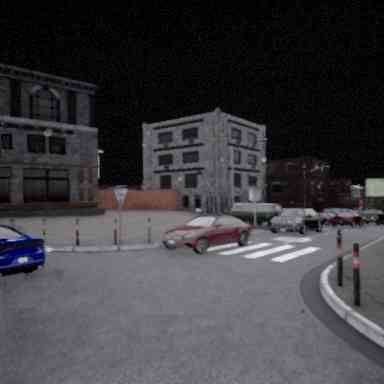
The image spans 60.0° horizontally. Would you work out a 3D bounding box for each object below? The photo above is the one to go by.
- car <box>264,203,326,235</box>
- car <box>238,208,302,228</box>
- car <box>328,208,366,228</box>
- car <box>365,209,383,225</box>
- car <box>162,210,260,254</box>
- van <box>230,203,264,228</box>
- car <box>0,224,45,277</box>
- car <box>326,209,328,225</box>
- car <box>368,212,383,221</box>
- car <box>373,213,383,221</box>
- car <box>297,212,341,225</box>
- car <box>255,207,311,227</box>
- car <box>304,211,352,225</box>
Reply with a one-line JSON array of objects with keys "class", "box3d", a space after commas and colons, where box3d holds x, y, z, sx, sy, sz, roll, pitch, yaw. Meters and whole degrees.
[{"class": "car", "box3d": [6.811, 1.780, 21.702, 2.097, 1.767, 4.553, -1, -3, 38]}, {"class": "car", "box3d": [6.783, 2.263, 29.166, 5.008, 1.535, 2.097, -1, -4, 38]}, {"class": "car", "box3d": [15.245, 2.664, 32.604, 1.882, 1.535, 5.008, -1, -4, 37]}, {"class": "car", "box3d": [23.225, 3.193, 42.859, 2.150, 2.045, 5.566, -1, -3, 38]}, {"class": "car", "box3d": [0.795, 1.692, 14.442, 1.812, 1.442, 4.674, -1, -2, 43]}, {"class": "van", "box3d": [5.005, 1.894, 27.053, 4.442, 1.987, 1.878, -1, -3, 38]}, {"class": "car", "box3d": [-6.535, 1.645, 9.797, 5.008, 1.535, 1.882, -1, -2, 29]}, {"class": "car", "box3d": [13.679, 2.985, 38.075, 4.674, 1.452, 2.002, -1, -4, 38]}, {"class": "car", "box3d": [45.080, 5.828, 78.772, 5.566, 2.045, 2.435, -1, -4, 38]}, {"class": "car", "box3d": [46.841, 6.124, 80.950, 4.553, 1.767, 2.185, -1, -4, 38]}, {"class": "car", "box3d": [15.306, 3.148, 40.182, 4.674, 1.452, 2.002, -1, -4, 38]}, {"class": "car", "box3d": [8.518, 2.302, 31.355, 4.553, 1.767, 2.185, -1, -4, 38]}, {"class": "car", "box3d": [17.232, 3.279, 42.377, 5.366, 1.575, 1.946, -1, -4, 38]}]
